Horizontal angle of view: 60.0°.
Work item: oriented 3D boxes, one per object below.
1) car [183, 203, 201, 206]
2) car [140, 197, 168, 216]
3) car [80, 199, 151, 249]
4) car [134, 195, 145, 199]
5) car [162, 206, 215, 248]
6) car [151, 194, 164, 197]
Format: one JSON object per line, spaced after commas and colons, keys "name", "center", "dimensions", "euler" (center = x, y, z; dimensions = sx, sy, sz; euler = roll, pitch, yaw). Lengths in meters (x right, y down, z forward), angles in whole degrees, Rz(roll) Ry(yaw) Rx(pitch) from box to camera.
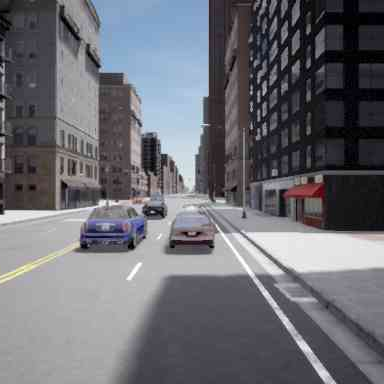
{"name": "car", "center": [0.000, 1.616, 29.680], "dimensions": [1.895, 1.301, 4.718], "euler": [0, 0, 0]}
{"name": "car", "center": [-3.250, 1.484, 29.650], "dimensions": [1.882, 1.535, 5.008], "euler": [0, 0, 0]}
{"name": "car", "center": [-3.250, 1.364, 14.620], "dimensions": [2.097, 1.767, 4.553], "euler": [0, 0, 0]}
{"name": "car", "center": [-9.749, 1.407, 62.654], "dimensions": [2.097, 1.767, 4.553], "euler": [0, 0, 0]}
{"name": "car", "center": [0.000, 1.561, 14.650], "dimensions": [2.033, 1.411, 5.357], "euler": [0, 0, 0]}
{"name": "car", "center": [-6.499, 1.330, 62.595], "dimensions": [2.150, 2.045, 5.566], "euler": [0, 0, 0]}
